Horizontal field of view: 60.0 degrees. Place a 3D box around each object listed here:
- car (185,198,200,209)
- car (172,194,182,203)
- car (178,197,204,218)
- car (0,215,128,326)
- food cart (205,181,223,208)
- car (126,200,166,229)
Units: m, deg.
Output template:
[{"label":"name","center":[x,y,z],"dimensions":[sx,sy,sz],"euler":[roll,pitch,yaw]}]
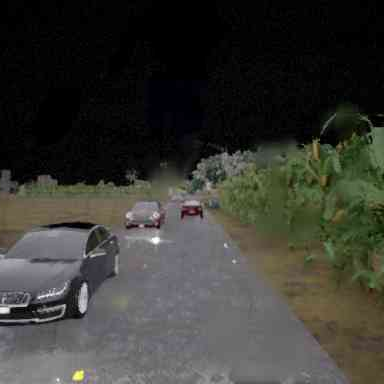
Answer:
[{"label":"car","center":[0.073,1.489,44.944],"dimensions":[1.994,1.385,4.181],"euler":[0,0,0]},{"label":"car","center":[-2.746,1.264,64.879],"dimensions":[2.097,1.767,4.553],"euler":[0,0,0]},{"label":"car","center":[0.024,1.430,29.607],"dimensions":[1.882,1.535,5.008],"euler":[0,0,0]},{"label":"car","center":[-2.852,1.494,7.392],"dimensions":[1.837,1.490,4.892],"euler":[0,0,-1]},{"label":"food cart","center":[3.100,0.385,47.886],"dimensions":[2.280,3.560,4.660],"euler":[-1,-1,0]},{"label":"car","center":[-2.828,1.320,21.012],"dimensions":[2.097,1.767,4.553],"euler":[0,0,0]}]
